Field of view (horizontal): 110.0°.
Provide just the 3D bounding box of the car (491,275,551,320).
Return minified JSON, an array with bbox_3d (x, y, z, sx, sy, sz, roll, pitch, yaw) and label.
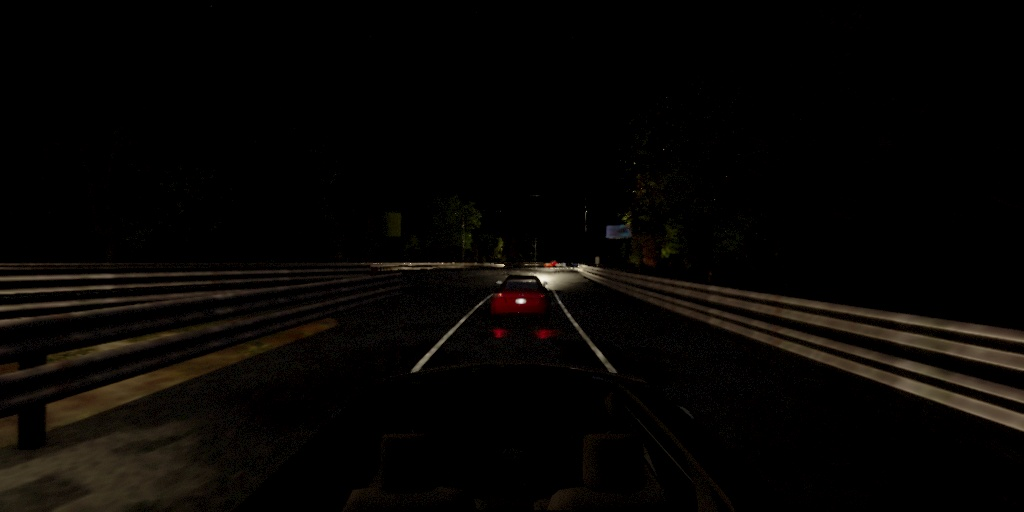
[{"bbox_3d":[0.379,1.383,13.096,1.994,1.385,4.181,0,0,3],"label":"car"}]
